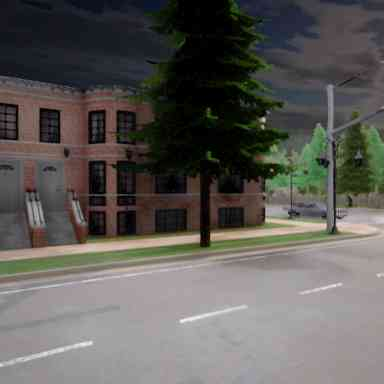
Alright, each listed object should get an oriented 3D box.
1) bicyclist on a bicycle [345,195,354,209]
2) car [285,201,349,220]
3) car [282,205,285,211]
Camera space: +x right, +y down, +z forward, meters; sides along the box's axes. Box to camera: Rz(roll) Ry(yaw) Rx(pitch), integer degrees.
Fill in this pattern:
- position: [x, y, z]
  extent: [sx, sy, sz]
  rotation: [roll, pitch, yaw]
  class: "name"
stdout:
- position: [19.239, 1.216, 40.663]
  extent: [1.656, 1.620, 0.582]
  rotation: [0, 0, -31]
  class: "bicyclist on a bicycle"
- position: [10.289, 1.549, 27.375]
  extent: [1.895, 1.301, 4.718]
  rotation: [0, 0, -31]
  class: "car"
- position: [11.191, 1.540, 32.717]
  extent: [1.895, 1.301, 4.718]
  rotation: [0, 0, -31]
  class: "car"
